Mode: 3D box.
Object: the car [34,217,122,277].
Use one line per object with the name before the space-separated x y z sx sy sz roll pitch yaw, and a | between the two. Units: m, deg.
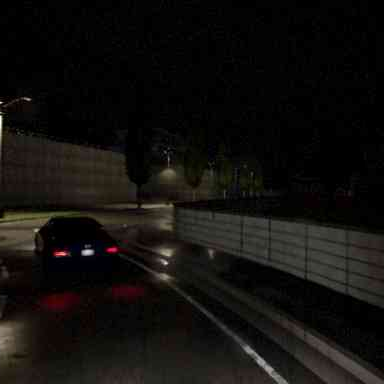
car | -3.642 1.457 10.104 2.033 1.411 5.357 1 0 -28
